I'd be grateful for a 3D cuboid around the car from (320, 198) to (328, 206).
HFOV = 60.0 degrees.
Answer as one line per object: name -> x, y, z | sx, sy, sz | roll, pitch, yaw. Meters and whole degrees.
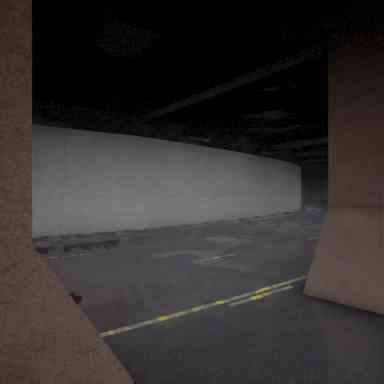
car -> 22.272, 1.601, 52.814 | 1.895, 1.301, 4.718 | 0, 0, -4
